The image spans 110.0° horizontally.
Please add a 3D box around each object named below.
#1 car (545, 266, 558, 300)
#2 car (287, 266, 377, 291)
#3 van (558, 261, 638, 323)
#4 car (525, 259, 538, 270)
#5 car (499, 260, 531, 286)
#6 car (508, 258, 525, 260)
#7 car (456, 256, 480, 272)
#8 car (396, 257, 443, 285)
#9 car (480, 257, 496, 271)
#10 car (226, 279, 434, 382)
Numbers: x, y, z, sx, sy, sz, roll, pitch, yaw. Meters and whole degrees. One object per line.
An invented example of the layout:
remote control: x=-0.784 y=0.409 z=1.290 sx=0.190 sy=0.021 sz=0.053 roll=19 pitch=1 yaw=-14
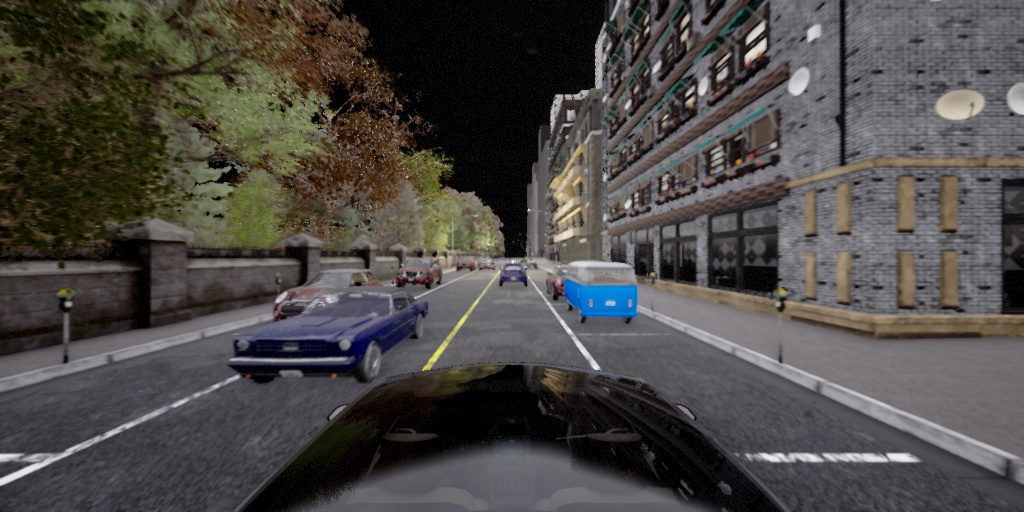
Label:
car: x=2.683 y=1.143 z=17.180 sx=1.967 sy=1.591 sz=4.097 roll=0 pitch=0 yaw=0
car: x=-5.695 y=1.160 z=11.635 sx=1.967 sy=1.591 sz=4.097 roll=0 pitch=0 yaw=0
van: x=2.686 y=1.060 z=11.641 sx=1.690 sy=1.789 sz=3.998 roll=0 pitch=0 yaw=0
car: x=2.669 y=1.162 z=50.411 sx=2.007 sy=1.370 sz=4.403 roll=0 pitch=0 yaw=0
car: x=0.090 y=1.208 z=24.367 sx=1.812 sy=1.442 sz=4.674 roll=0 pitch=0 yaw=0
car: x=0.084 y=1.130 z=40.925 sx=2.128 sy=1.511 sz=4.902 roll=0 pitch=0 yaw=0
car: x=-5.710 y=0.941 z=44.867 sx=2.192 sy=1.841 sz=5.009 roll=0 pitch=0 yaw=0
car: x=-5.700 y=1.003 z=22.712 sx=2.192 sy=1.841 sz=5.009 roll=0 pitch=0 yaw=0
car: x=-3.095 y=1.190 z=45.278 sx=1.994 sy=1.385 sz=4.181 roll=0 pitch=0 yaw=0
car: x=-3.096 y=1.335 z=7.225 sx=1.895 sy=1.301 sz=4.718 roll=0 pitch=0 yaw=0
